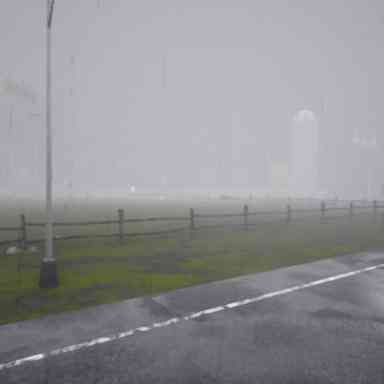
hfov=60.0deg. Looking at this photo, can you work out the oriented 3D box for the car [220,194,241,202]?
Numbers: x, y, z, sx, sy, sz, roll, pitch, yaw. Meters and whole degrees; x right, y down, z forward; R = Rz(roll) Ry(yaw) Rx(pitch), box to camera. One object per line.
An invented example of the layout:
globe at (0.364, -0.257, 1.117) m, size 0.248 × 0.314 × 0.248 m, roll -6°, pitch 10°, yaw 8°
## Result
car at (7.319, 1.045, 63.189) m, size 1.812 × 1.442 × 4.674 m, roll -1°, pitch 1°, yaw -35°
